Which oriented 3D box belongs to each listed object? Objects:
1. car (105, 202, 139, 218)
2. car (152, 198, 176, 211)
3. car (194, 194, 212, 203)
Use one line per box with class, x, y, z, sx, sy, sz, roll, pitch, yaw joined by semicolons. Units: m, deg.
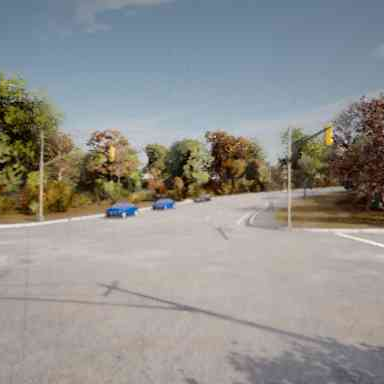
car;-7.216;1.840;34.625;1.882;1.535;5.008;0;0;14
car;-3.894;1.705;46.428;1.882;1.535;5.008;0;1;19
car;2.045;1.152;61.084;2.128;1.511;4.902;0;2;25
